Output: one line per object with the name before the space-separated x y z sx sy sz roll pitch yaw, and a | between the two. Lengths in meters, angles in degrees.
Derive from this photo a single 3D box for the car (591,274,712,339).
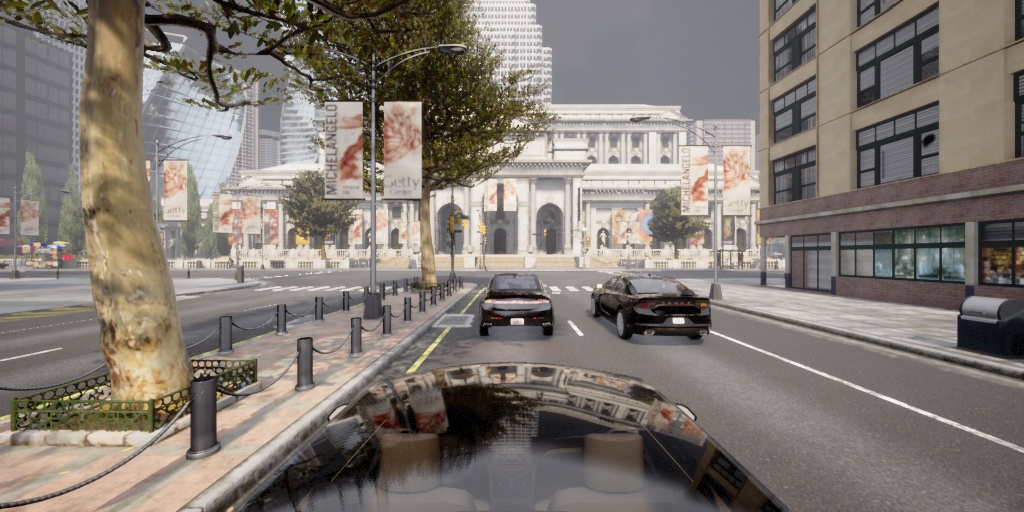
car | 3.565 1.228 10.109 1.882 1.535 5.008 0 0 0

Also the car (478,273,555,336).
car | 0.080 1.241 10.376 2.128 1.511 4.902 0 0 -1
